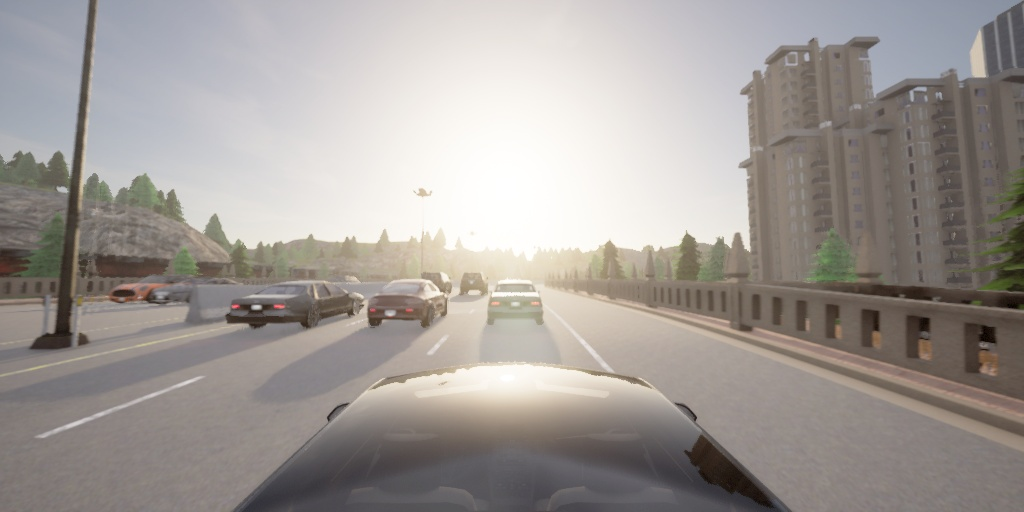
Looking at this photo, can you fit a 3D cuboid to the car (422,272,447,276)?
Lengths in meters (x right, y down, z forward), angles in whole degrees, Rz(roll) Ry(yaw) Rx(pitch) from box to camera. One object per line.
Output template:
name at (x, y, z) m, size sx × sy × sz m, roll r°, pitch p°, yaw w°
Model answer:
car at (-6.898, 2.491, 32.787) m, size 2.150 × 2.045 × 5.566 m, roll 0°, pitch -4°, yaw 0°

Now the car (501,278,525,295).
car at (0.102, 2.814, 33.596) m, size 2.128 × 1.511 × 4.902 m, roll 0°, pitch -4°, yaw 0°

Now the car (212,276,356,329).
car at (-6.900, 1.544, 12.193) m, size 2.033 × 1.411 × 5.357 m, roll 0°, pitch -3°, yaw 0°

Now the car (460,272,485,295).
car at (-3.398, 2.492, 32.804) m, size 2.150 × 2.045 × 5.566 m, roll 0°, pitch -4°, yaw 0°

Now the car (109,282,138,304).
car at (-21.098, 1.898, 21.662) m, size 2.097 × 1.767 × 4.553 m, roll 0°, pitch -4°, yaw 0°

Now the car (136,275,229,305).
car at (-17.599, 1.957, 20.410) m, size 2.128 × 1.511 × 4.902 m, roll 0°, pitch -4°, yaw 0°

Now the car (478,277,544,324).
car at (0.101, 1.583, 13.083) m, size 2.033 × 1.411 × 5.357 m, roll 0°, pitch -3°, yaw 0°

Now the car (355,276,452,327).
car at (-3.413, 1.529, 12.356) m, size 1.812 × 1.442 × 4.674 m, roll 0°, pitch -3°, yaw 0°
